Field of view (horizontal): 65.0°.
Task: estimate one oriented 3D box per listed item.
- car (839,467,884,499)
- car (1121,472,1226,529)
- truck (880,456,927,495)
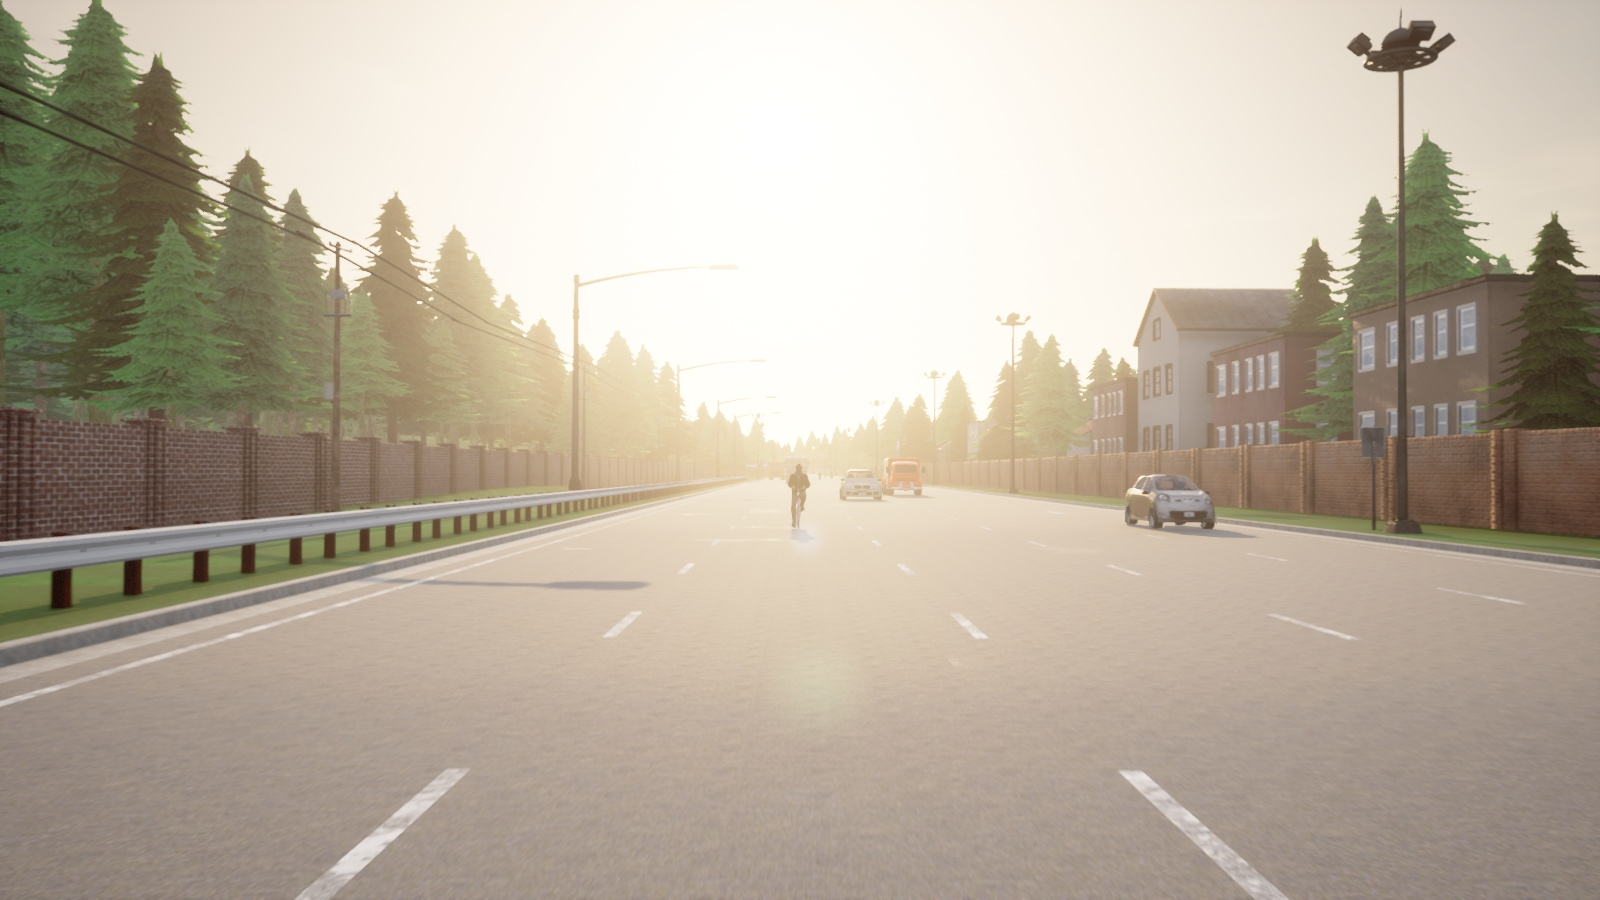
[{"bbox_3d":[3.329,1.801,69.044,2.242,1.667,4.611,0,-1,0],"label":"car"},{"bbox_3d":[10.412,1.377,35.278,1.845,1.501,3.633,0,-1,0],"label":"car"},{"bbox_3d":[6.793,1.687,82.813,2.627,2.467,5.204,0,-1,0],"label":"truck"}]
